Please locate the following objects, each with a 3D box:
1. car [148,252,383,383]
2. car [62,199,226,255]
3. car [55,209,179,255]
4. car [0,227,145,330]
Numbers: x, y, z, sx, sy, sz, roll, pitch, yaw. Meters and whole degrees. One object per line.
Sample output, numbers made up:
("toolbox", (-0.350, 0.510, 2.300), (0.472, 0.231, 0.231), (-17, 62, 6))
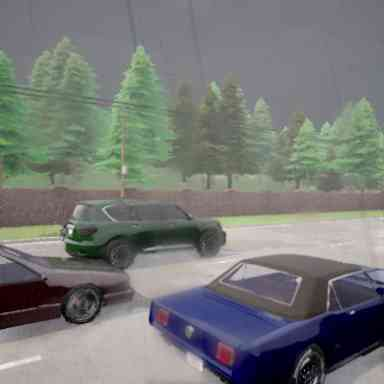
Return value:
("car", (1.840, 1.643, 5.056), (4.718, 1.301, 1.895), (1, 0, -35))
("car", (-1.398, 1.276, 11.343), (5.566, 2.045, 2.150), (0, 0, -35))
("car", (-3.123, 1.562, 14.412), (4.892, 1.490, 1.837), (0, 0, -35))
("car", (-3.699, 1.548, 5.408), (5.357, 1.411, 2.033), (1, 0, -35))
